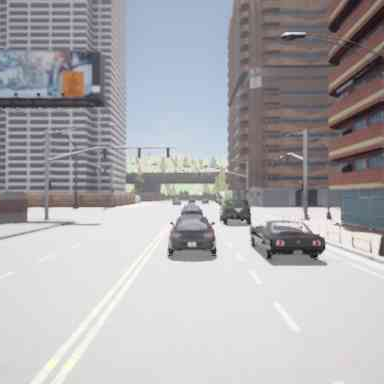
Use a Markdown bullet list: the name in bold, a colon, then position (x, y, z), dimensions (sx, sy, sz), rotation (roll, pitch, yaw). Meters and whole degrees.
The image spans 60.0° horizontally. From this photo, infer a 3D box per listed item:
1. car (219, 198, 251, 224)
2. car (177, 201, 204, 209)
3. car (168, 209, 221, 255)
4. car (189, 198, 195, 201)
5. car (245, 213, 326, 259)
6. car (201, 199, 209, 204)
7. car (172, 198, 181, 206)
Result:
- **car**: position (3.511, 1.530, 27.559), dimensions (2.150, 2.045, 5.566), rotation (0, 0, 0)
- **car**: position (-0.097, 1.822, 28.472), dimensions (1.837, 1.490, 4.892), rotation (0, 0, -3)
- **car**: position (0.020, 1.680, 13.875), dimensions (1.812, 1.442, 4.674), rotation (0, 0, 0)
- **car**: position (0.000, 2.387, 87.325), dimensions (1.837, 1.490, 4.892), rotation (0, -1, 0)
- **car**: position (3.513, 1.748, 13.222), dimensions (1.895, 1.301, 4.718), rotation (0, -1, 0)
- **car**: position (3.500, 2.426, 87.326), dimensions (2.033, 1.411, 5.357), rotation (0, -1, 0)
- **car**: position (-3.500, 2.197, 76.389), dimensions (2.097, 1.767, 4.553), rotation (0, -1, 0)
